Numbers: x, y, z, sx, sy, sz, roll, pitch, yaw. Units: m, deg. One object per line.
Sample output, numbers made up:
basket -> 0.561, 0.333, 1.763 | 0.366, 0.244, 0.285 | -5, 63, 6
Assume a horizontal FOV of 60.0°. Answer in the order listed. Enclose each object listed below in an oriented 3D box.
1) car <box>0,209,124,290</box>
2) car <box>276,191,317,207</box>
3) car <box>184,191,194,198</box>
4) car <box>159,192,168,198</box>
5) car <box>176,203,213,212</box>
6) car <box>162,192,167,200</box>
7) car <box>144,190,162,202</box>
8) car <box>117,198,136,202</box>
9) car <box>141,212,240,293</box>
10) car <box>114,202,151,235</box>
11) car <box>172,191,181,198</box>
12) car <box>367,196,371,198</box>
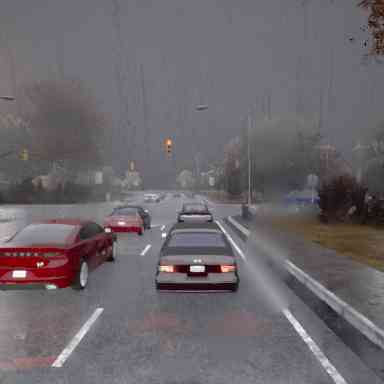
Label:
car -> -3.392, 1.445, 9.014 | 1.882, 1.535, 5.008 | 0, 0, 0
car -> 13.792, 0.896, 43.207 | 5.566, 2.045, 2.150 | 0, 1, -4
car -> -0.436, 0.716, 86.199 | 2.128, 1.511, 4.902 | 0, 1, -4
car -> -7.465, 0.713, 86.554 | 2.128, 1.511, 4.902 | 0, 1, -3
car -> 0.141, 1.380, 18.632 | 2.128, 1.511, 4.902 | 0, 0, -1
car -> -7.009, 0.925, 71.652 | 2.128, 1.511, 4.902 | 0, 1, 0
car -> -7.042, 0.757, 58.877 | 2.150, 2.045, 5.566 | 0, 1, 1
car -> -7.076, 1.339, 35.933 | 1.895, 1.301, 4.718 | 0, 1, 0
car -> 0.106, 1.516, 8.940 | 2.033, 1.411, 5.357 | 0, 0, 0
car -> -3.387, 1.458, 18.001 | 1.994, 1.385, 4.181 | 0, 0, 0
car -> -3.936, 0.788, 86.116 | 1.895, 1.301, 4.718 | 0, 1, -4
car -> 24.093, 1.217, 43.784 | 5.357, 1.411, 2.033 | 0, 1, -3
